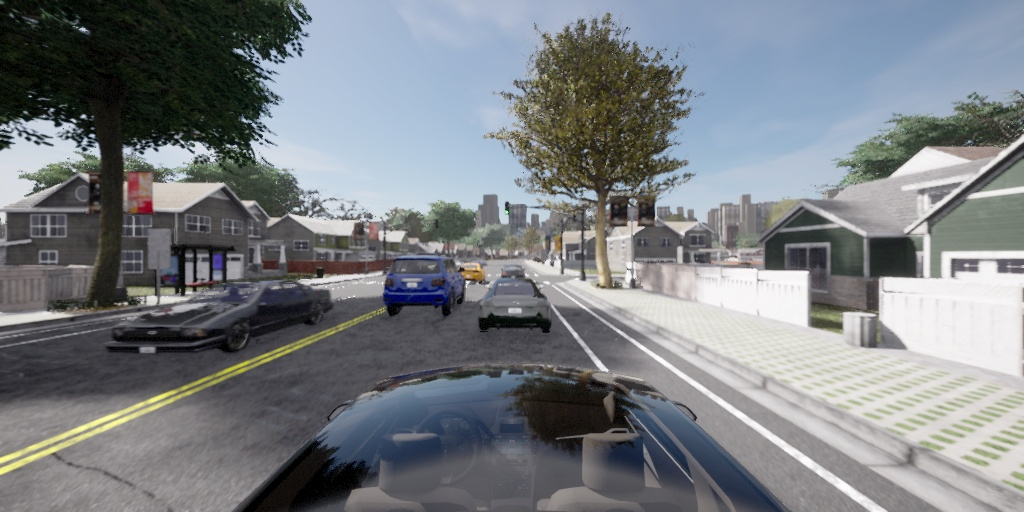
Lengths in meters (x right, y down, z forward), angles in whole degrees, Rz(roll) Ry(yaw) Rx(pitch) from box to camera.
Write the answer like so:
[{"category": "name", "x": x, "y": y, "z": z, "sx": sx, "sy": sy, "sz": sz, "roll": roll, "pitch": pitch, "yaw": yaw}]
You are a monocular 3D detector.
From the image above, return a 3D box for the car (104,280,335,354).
[{"category": "car", "x": -6.595, "y": 1.328, "z": 9.155, "sx": 2.033, "sy": 1.411, "sz": 5.357, "roll": 0, "pitch": 0, "yaw": 0}]

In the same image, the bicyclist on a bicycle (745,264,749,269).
[{"category": "bicyclist on a bicycle", "x": 19.643, "y": 1.486, "z": 29.779, "sx": 0.582, "sy": 1.620, "sz": 1.656, "roll": 1, "pitch": 0, "yaw": -1}]

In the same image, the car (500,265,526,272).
[{"category": "car", "x": 0.090, "y": 1.378, "z": 27.822, "sx": 1.812, "sy": 1.442, "sz": 4.674, "roll": 0, "pitch": 0, "yaw": 0}]

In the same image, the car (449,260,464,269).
[{"category": "car", "x": -9.785, "y": 1.486, "z": 63.202, "sx": 1.812, "sy": 1.442, "sz": 4.674, "roll": 0, "pitch": 0, "yaw": 1}]

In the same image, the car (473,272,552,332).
[{"category": "car", "x": 0.085, "y": 1.352, "z": 11.037, "sx": 1.994, "sy": 1.385, "sz": 4.181, "roll": 0, "pitch": 0, "yaw": 0}]

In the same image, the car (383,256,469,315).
[{"category": "car", "x": -3.152, "y": 1.020, "z": 13.905, "sx": 2.150, "sy": 2.045, "sz": 5.566, "roll": 0, "pitch": 0, "yaw": -1}]

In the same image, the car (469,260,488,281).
[{"category": "car", "x": -3.161, "y": 1.333, "z": 28.547, "sx": 1.882, "sy": 1.535, "sz": 5.008, "roll": 0, "pitch": 0, "yaw": 0}]
